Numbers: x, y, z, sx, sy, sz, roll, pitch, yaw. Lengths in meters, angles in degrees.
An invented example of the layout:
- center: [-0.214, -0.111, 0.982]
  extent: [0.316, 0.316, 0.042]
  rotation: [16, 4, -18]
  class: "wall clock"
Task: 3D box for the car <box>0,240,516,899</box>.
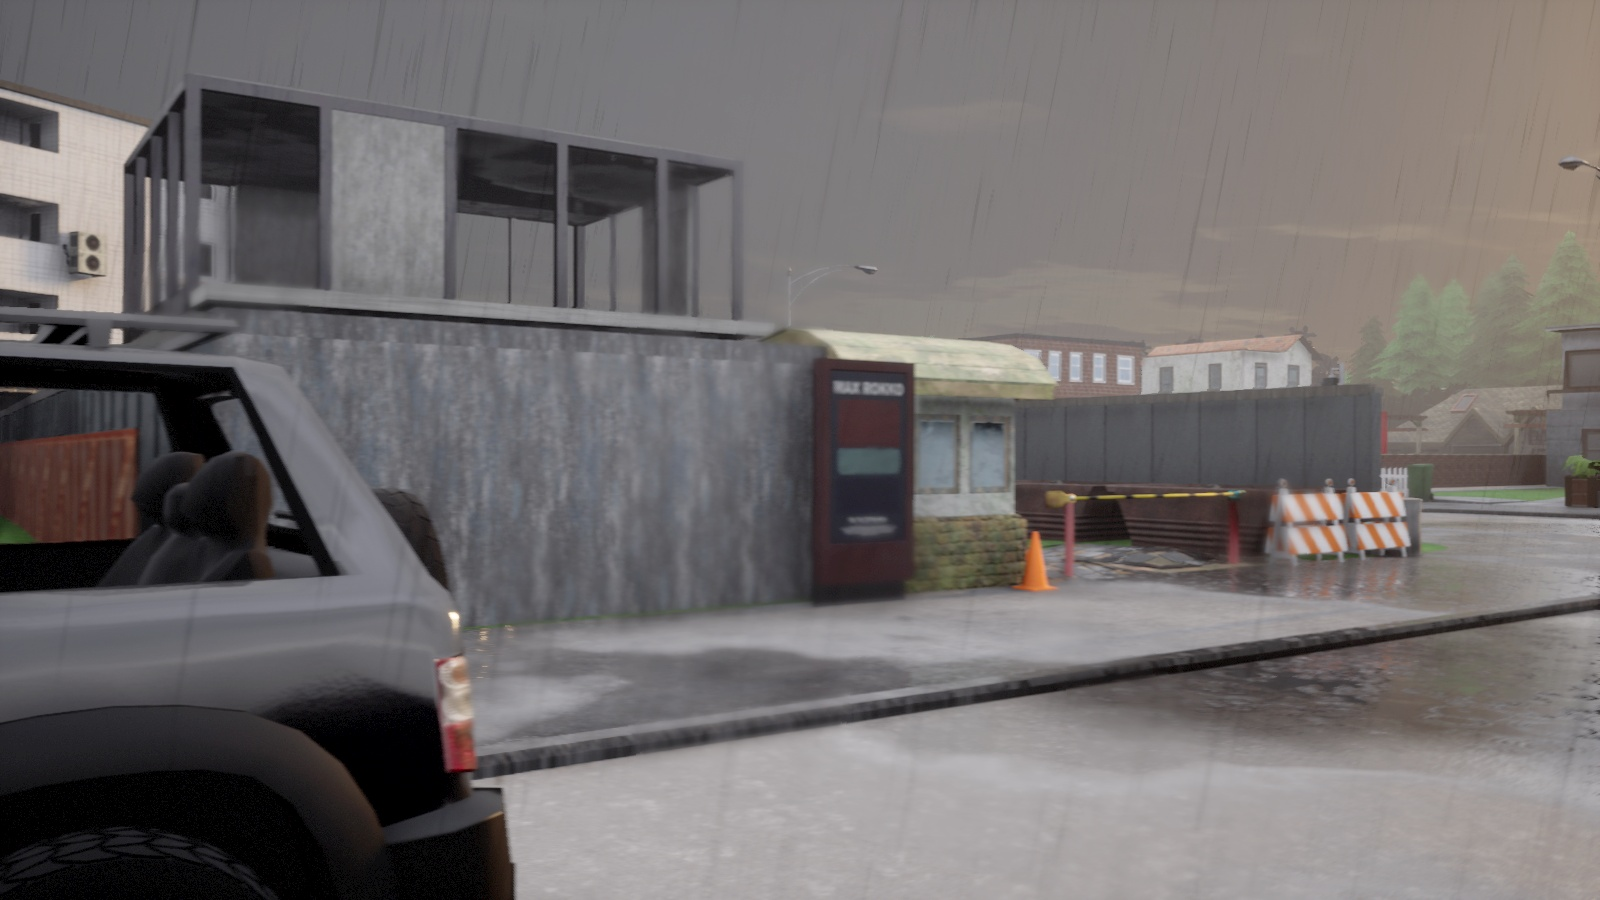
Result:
- center: [-3.046, 0.573, 2.148]
  extent: [4.605, 1.855, 1.932]
  rotation: [0, 0, -35]
  class: "car"
